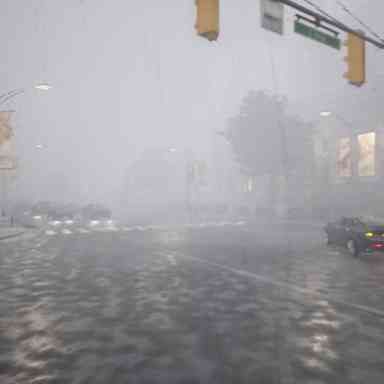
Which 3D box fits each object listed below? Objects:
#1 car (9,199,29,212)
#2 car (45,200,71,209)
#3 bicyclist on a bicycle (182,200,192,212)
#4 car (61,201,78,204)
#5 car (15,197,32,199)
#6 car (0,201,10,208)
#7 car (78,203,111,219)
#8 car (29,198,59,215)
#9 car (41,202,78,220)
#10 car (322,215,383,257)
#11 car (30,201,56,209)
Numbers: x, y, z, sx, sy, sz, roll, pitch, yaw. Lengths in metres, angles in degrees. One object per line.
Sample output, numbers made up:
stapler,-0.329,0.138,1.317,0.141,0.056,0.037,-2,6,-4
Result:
car,-24.826,2.233,49.557,5.357,1.411,2.033,-1,-1,44
car,-25.687,2.391,63.756,4.902,1.511,2.128,0,-1,29
bicyclist on a bicycle,-0.716,2.015,47.105,1.656,1.620,0.582,0,-1,-33
car,-15.098,2.132,42.585,1.812,1.442,4.674,1,-1,-34
car,-35.011,2.102,68.009,5.566,2.045,2.150,0,-1,14
car,-36.140,2.428,64.691,4.718,1.301,1.895,0,-1,14
car,-10.047,1.980,34.802,1.882,1.535,5.008,1,-1,-34
car,-18.472,1.930,41.322,2.097,1.767,4.553,1,-1,-34
car,-13.430,2.022,33.606,2.033,1.411,5.357,1,-1,-33
car,7.067,1.740,14.033,1.837,1.490,4.892,1,-1,3
car,-27.090,2.371,60.532,4.674,1.442,1.812,0,-1,29
